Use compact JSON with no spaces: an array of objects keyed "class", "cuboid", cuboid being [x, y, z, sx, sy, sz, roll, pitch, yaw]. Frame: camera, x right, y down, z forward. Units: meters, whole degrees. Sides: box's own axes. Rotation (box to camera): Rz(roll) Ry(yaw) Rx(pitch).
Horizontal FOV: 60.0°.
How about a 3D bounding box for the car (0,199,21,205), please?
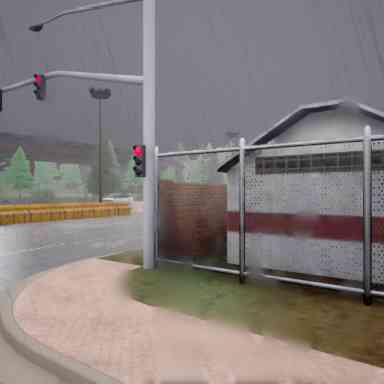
[{"class":"car","cuboid":[-19.938,1.491,33.759,2.128,1.511,4.902,0,0,34]}]
